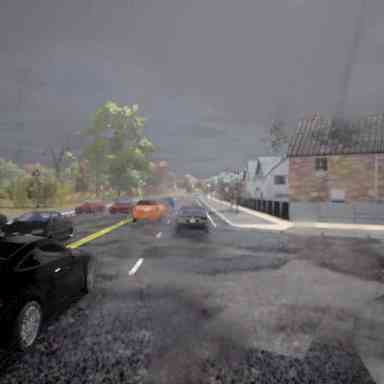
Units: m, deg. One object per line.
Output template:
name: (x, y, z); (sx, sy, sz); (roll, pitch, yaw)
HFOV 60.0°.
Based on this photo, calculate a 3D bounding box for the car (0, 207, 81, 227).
car: (-6.660, 1.548, 14.548); (1.994, 1.385, 4.181); (0, 0, 0)

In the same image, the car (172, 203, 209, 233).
car: (0.019, 1.523, 19.259); (2.033, 1.411, 5.357); (0, 0, 0)

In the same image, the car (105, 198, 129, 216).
car: (-6.740, 1.560, 32.567); (1.895, 1.301, 4.718); (0, 0, 0)

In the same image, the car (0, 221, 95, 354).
car: (-3.178, 1.520, 5.974); (1.812, 1.442, 4.674); (0, 0, 0)

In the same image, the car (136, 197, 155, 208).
car: (-6.800, 1.475, 49.419); (2.033, 1.411, 5.357); (0, 0, 0)

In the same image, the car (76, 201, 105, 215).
car: (-9.991, 1.560, 33.006); (1.895, 1.301, 4.718); (0, 0, 0)

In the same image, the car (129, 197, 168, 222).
car: (-3.261, 1.320, 25.926); (2.097, 1.767, 4.553); (0, 0, 0)

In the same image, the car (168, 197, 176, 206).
car: (-3.355, 1.410, 46.409); (1.882, 1.535, 5.008); (0, 0, 0)
